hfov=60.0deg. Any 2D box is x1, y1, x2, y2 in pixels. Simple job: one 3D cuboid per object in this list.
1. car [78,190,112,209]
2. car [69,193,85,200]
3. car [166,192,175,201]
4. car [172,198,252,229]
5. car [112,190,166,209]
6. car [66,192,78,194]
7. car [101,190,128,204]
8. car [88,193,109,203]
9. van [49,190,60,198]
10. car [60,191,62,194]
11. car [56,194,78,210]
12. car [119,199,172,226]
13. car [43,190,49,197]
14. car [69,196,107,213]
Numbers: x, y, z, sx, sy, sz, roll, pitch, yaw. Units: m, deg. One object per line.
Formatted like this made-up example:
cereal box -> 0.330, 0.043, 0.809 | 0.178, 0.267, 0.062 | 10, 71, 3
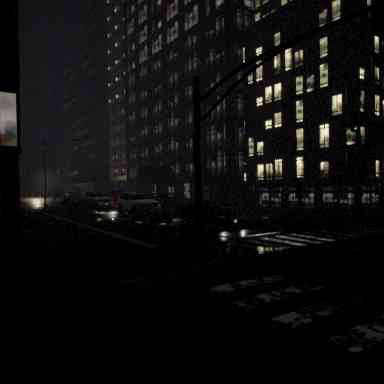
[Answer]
car -> -10.930, 0.927, 38.535 | 2.150, 2.045, 5.566 | -1, 1, -35
car -> -22.862, 0.889, 66.062 | 1.887, 1.381, 4.507 | -1, 1, -35
car -> -3.661, 0.963, 38.185 | 2.192, 1.841, 5.009 | -1, 1, -35
car -> 1.099, 1.382, 21.057 | 2.128, 1.511, 4.902 | -1, 1, -35
car -> -4.861, 1.021, 29.704 | 2.150, 2.045, 5.566 | -1, 1, -35
car -> -19.329, 1.082, 56.180 | 1.895, 1.301, 4.718 | -1, 1, -35
car -> -12.026, 0.733, 51.043 | 2.150, 2.045, 5.566 | -1, 1, -35
car -> -15.950, 0.919, 56.806 | 1.882, 1.535, 5.008 | -1, 1, -35
van -> -32.463, 0.530, 79.996 | 1.690, 1.788, 3.998 | -1, 1, -35
car -> -26.062, 0.733, 70.706 | 1.967, 1.590, 4.097 | -1, 1, -35
car -> -13.739, 1.289, 38.047 | 2.008, 1.369, 4.403 | -1, 1, -35
car -> -2.910, 1.455, 22.378 | 2.008, 1.369, 4.403 | -1, 1, -35
car -> -35.663, 0.688, 84.644 | 2.008, 1.369, 4.403 | -1, 1, -35
car -> -10.537, 1.354, 33.401 | 1.947, 1.339, 4.313 | -1, 1, -35
